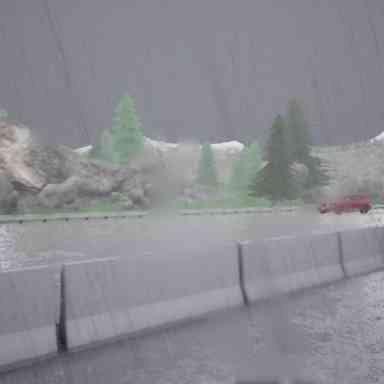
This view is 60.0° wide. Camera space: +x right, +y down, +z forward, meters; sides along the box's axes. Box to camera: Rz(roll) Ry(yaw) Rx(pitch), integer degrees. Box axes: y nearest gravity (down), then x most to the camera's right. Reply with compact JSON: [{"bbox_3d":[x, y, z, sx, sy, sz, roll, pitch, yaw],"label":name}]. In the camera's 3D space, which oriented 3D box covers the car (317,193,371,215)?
[{"bbox_3d":[14.696,1.162,32.052,5.566,2.045,2.150,0,0,-24],"label":"car"}]
